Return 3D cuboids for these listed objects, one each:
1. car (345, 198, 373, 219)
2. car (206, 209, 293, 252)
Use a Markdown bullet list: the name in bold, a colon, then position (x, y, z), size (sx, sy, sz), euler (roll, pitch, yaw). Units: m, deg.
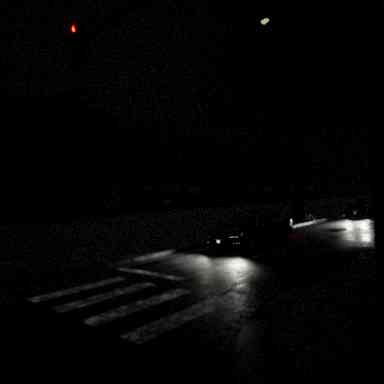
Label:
- **car**: position (13.659, 1.251, 26.384), size (2.128, 1.511, 4.902), euler (-4, -2, 42)
- **car**: position (2.585, 1.543, 14.136), size (1.837, 1.490, 4.892), euler (-4, -2, 42)
